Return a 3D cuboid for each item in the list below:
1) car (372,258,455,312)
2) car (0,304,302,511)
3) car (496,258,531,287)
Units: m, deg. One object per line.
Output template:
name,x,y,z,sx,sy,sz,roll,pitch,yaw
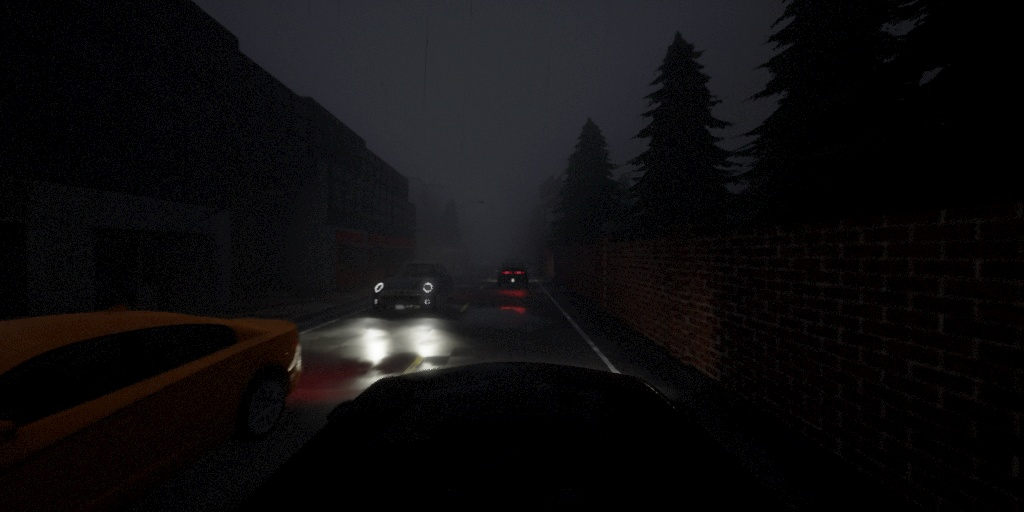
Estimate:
car,-3.495,0.990,13.425,2.097,1.767,4.553,0,1,0
car,-3.598,1.219,2.461,1.882,1.535,5.008,0,1,0
car,0.070,1.064,22.138,1.837,1.490,4.892,0,1,0
